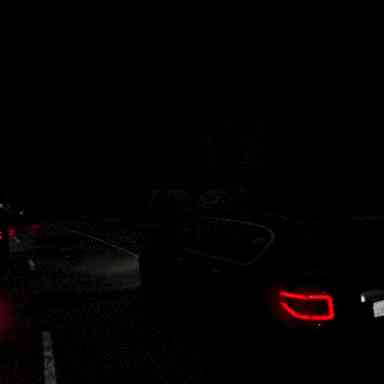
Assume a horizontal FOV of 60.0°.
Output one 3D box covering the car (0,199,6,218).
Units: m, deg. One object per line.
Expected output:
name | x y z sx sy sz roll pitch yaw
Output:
car | -22.532 1.740 36.548 5.566 2.045 2.150 0 0 44

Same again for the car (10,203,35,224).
car | -14.905 1.736 28.130 2.097 1.767 4.553 0 -1 -40

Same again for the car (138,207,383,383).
car | 0.769 1.282 5.745 2.150 2.045 5.566 0 -1 -25

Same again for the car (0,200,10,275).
car | -7.042 1.372 10.458 2.150 2.045 5.566 0 -1 -29
